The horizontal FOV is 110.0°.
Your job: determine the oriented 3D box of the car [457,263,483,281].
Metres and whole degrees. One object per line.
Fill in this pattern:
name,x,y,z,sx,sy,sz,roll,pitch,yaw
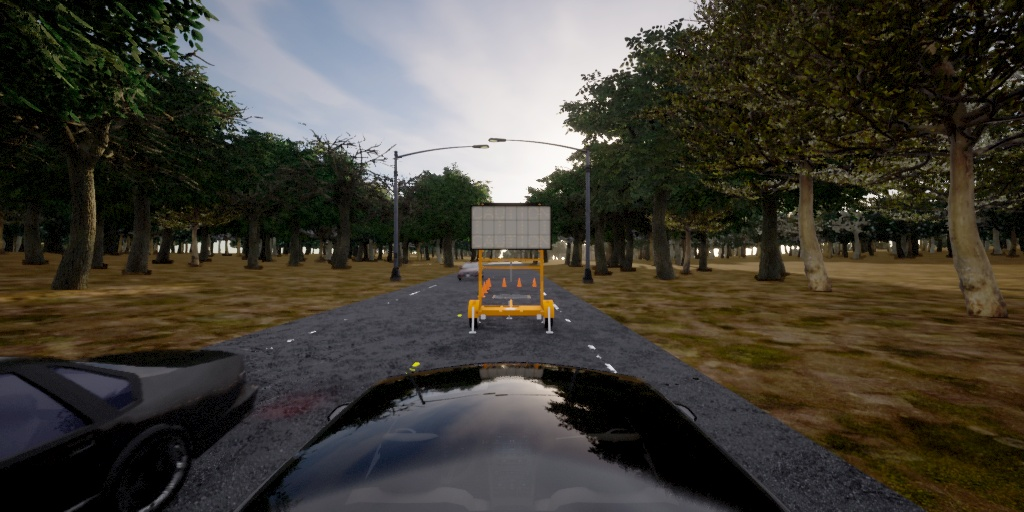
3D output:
car,-3.536,1.313,31.109,1.812,1.442,4.674,0,0,0

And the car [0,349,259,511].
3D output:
car,-3.599,1.297,1.395,2.033,1.411,5.357,0,0,0

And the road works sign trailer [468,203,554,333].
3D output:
road works sign trailer,-0.026,0.223,10.711,2.380,3.560,2.880,0,0,0
